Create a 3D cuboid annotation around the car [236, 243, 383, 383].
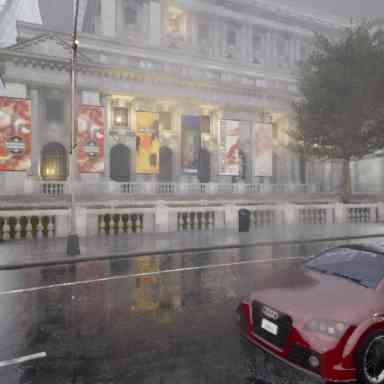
[{"bbox_3d":[2.781,1.564,5.229,4.181,1.385,1.994,0,0,-27],"label":"car"}]
